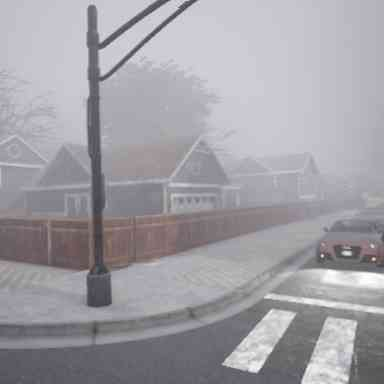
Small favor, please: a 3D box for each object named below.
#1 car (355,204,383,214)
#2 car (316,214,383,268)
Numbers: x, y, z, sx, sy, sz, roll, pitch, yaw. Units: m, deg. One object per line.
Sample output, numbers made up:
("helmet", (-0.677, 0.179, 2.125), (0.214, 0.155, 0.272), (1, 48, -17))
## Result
("car", (11.117, 1.663, 20.333), (1.812, 1.442, 4.674), (-2, -1, 33))
("car", (5.741, 1.676, 11.806), (1.994, 1.385, 4.181), (-2, -1, 32))
